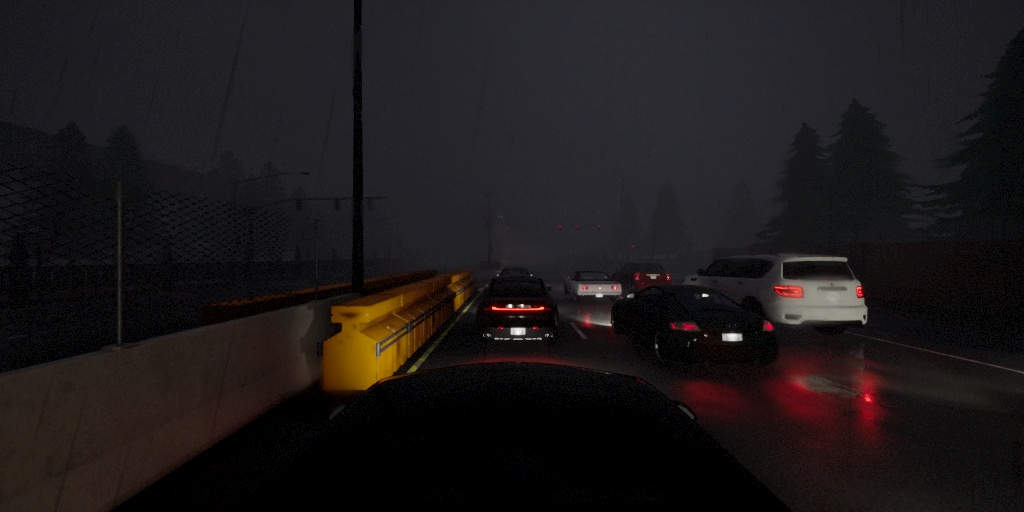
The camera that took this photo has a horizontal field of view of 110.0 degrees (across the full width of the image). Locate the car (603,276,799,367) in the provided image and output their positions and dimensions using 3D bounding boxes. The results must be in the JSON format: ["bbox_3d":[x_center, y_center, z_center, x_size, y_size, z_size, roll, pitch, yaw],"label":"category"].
[{"bbox_3d":[3.624,1.314,7.941,1.994,1.385,4.181,0,0,-1],"label":"car"}]

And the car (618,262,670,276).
[{"bbox_3d":[7.147,1.102,20.227,2.097,1.767,4.553,0,0,0],"label":"car"}]

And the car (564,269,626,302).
[{"bbox_3d":[3.639,1.351,17.123,1.895,1.301,4.718,0,0,0],"label":"car"}]

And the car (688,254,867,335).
[{"bbox_3d":[7.124,0.971,10.641,2.150,2.045,5.566,0,0,0],"label":"car"}]

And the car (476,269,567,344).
[{"bbox_3d":[0.120,1.255,9.570,1.837,1.490,4.892,0,0,0],"label":"car"}]

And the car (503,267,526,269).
[{"bbox_3d":[0.141,1.297,19.088,2.033,1.411,5.357,0,0,0],"label":"car"}]
